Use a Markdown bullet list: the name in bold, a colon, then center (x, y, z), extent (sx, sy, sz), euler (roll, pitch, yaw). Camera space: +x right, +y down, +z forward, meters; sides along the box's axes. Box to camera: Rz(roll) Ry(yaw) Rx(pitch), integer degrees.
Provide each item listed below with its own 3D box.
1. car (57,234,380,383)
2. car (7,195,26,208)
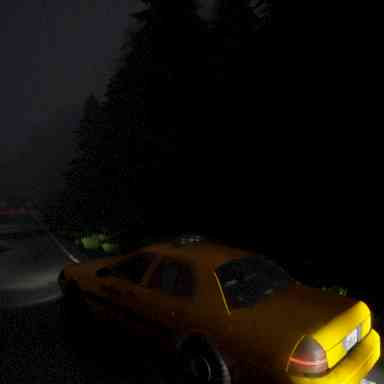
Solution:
- **car**: center (-0.248, 1.417, 5.093), extent (5.366, 1.575, 1.801), euler (1, 1, 44)
- **car**: center (-21.078, 1.058, 40.099), extent (2.128, 1.511, 4.902), euler (-2, 2, -26)
